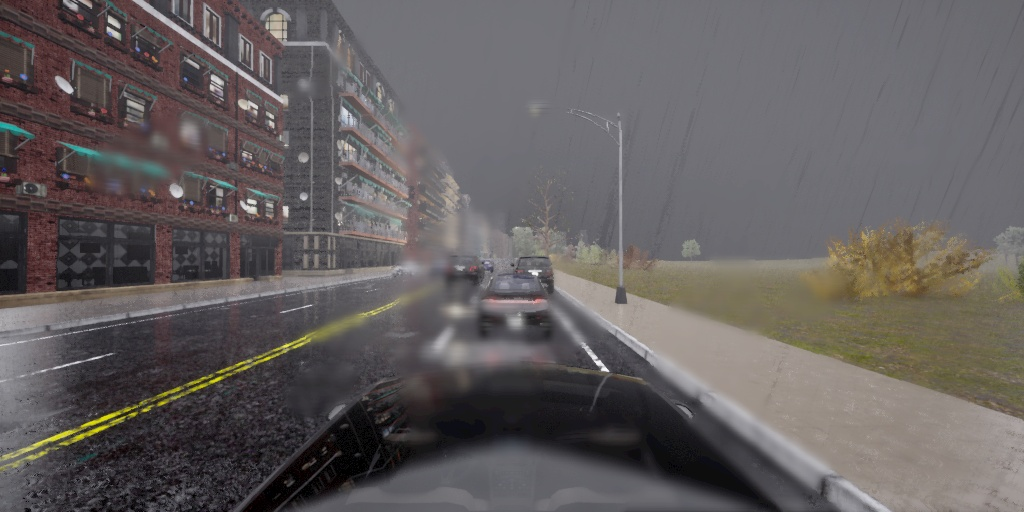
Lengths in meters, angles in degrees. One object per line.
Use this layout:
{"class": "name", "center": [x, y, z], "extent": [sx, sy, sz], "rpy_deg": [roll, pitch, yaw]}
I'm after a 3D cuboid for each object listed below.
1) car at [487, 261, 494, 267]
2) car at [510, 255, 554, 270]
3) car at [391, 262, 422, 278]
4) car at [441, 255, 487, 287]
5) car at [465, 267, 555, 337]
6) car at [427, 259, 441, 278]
{"class": "car", "center": [-3.193, 1.278, 44.386], "extent": [1.812, 1.442, 4.674], "rpy_deg": [0, -1, 0]}
{"class": "car", "center": [1.120, 0.977, 20.162], "extent": [2.150, 2.045, 5.566], "rpy_deg": [0, 0, 0]}
{"class": "car", "center": [-9.882, 1.277, 34.091], "extent": [1.812, 1.442, 4.674], "rpy_deg": [0, 0, 0]}
{"class": "car", "center": [-3.172, 0.972, 24.916], "extent": [2.150, 2.045, 5.566], "rpy_deg": [0, 0, 0]}
{"class": "car", "center": [0.092, 1.243, 10.292], "extent": [2.128, 1.511, 4.902], "rpy_deg": [0, 0, 0]}
{"class": "car", "center": [-6.632, 1.104, 34.299], "extent": [2.097, 1.767, 4.553], "rpy_deg": [0, 0, 0]}
